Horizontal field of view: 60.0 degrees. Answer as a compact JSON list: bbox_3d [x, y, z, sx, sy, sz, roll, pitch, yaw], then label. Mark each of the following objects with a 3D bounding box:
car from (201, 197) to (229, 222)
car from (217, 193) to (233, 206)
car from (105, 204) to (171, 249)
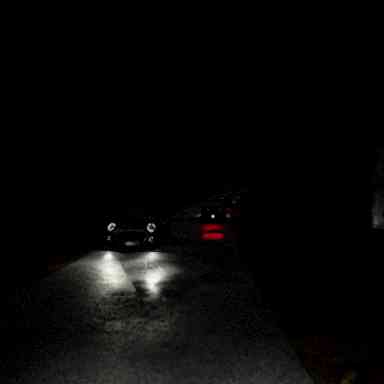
[{"bbox_3d":[1.760,1.435,25.982,1.837,1.490,4.892,0,1,6],"label":"car"},{"bbox_3d":[4.216,0.932,42.682,2.128,1.511,4.902,1,2,10],"label":"car"},{"bbox_3d":[-2.206,1.353,14.713,2.097,1.767,4.553,1,0,4],"label":"car"}]
